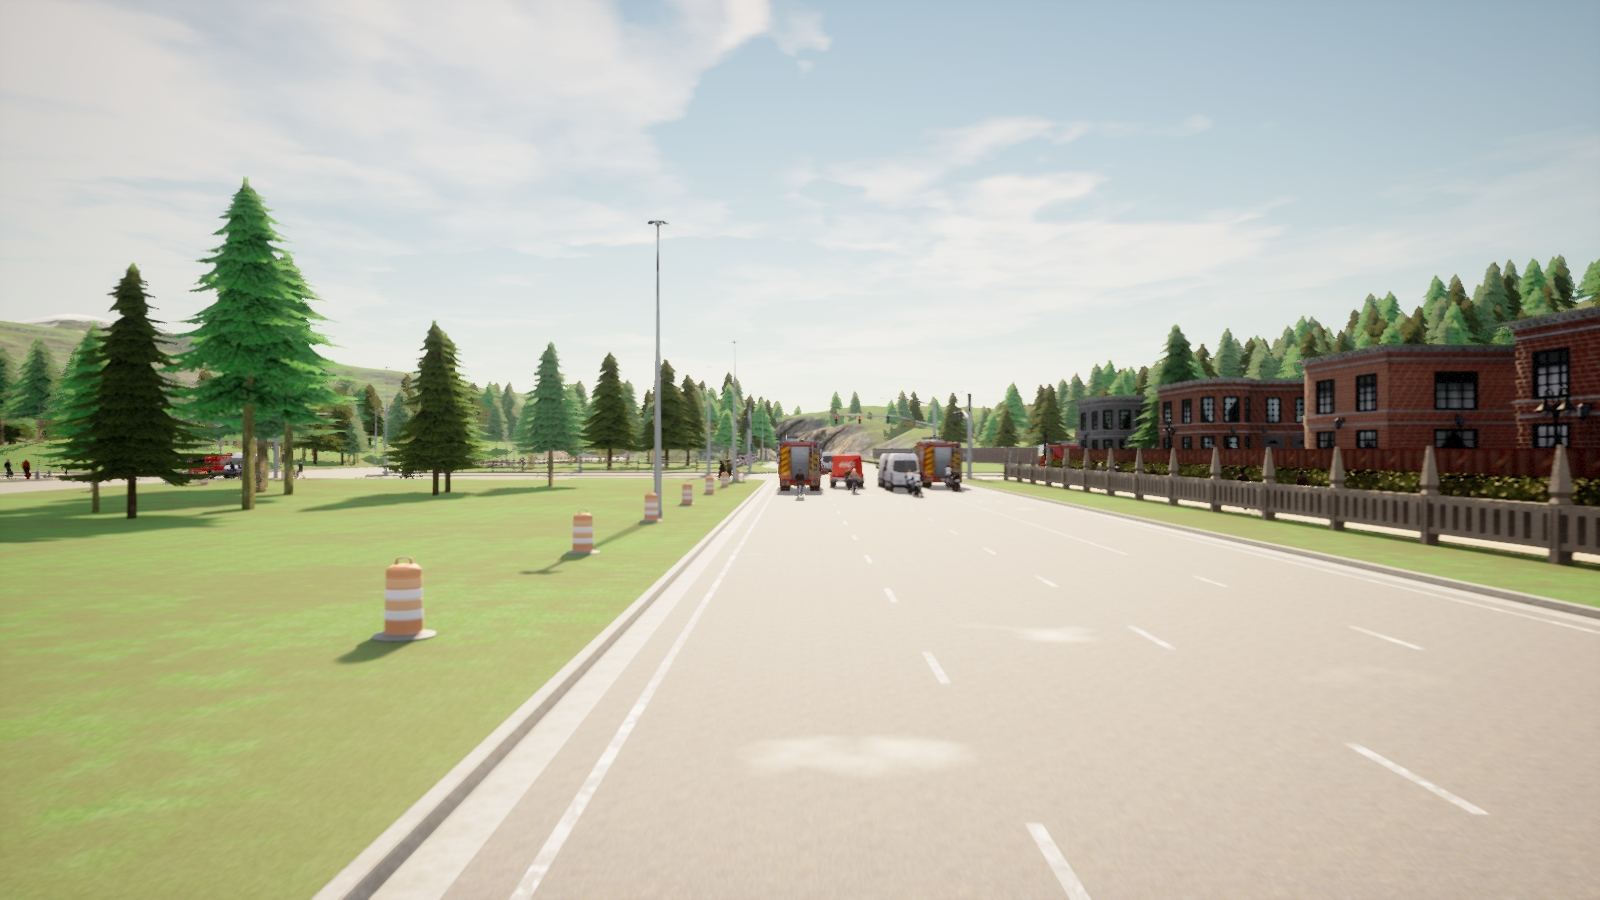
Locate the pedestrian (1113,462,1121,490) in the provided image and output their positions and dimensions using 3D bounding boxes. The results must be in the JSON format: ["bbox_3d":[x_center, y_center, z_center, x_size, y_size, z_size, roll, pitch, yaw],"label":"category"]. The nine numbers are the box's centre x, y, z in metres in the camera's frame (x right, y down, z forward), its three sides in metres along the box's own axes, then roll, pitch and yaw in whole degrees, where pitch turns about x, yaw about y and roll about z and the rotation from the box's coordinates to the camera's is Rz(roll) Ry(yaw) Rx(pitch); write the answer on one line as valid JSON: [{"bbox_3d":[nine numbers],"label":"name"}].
[{"bbox_3d":[20.726,1.697,74.735,0.375,1.860,0.375,0,0,0],"label":"pedestrian"}]

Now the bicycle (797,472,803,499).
[{"bbox_3d":[-0.007,2.060,66.501,0.329,1.471,1.835,0,0,0],"label":"bicycle"}]

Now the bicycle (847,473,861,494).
[{"bbox_3d":[3.493,2.158,73.696,0.859,1.277,1.487,0,0,0],"label":"bicycle"}]

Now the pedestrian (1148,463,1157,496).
[{"bbox_3d":[20.311,1.696,65.848,0.375,1.860,0.375,0,0,0],"label":"pedestrian"}]

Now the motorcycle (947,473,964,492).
[{"bbox_3d":[10.499,2.205,77.309,0.867,1.251,2.209,0,0,0],"label":"motorcycle"}]

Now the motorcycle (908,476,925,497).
[{"bbox_3d":[6.999,2.186,68.727,0.803,1.199,2.033,0,0,0],"label":"motorcycle"}]

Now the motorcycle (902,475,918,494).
[{"bbox_3d":[6.999,2.186,72.914,0.803,1.199,2.033,0,0,0],"label":"motorcycle"}]

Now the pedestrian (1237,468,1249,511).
[{"bbox_3d":[19.198,1.697,49.477,0.375,1.860,0.375,0,0,1],"label":"pedestrian"}]

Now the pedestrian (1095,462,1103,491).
[{"bbox_3d":[19.272,1.696,73.652,0.375,1.860,0.375,0,0,1],"label":"pedestrian"}]

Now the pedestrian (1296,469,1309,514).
[{"bbox_3d":[20.631,1.698,46.885,0.375,1.860,0.375,0,0,0],"label":"pedestrian"}]
